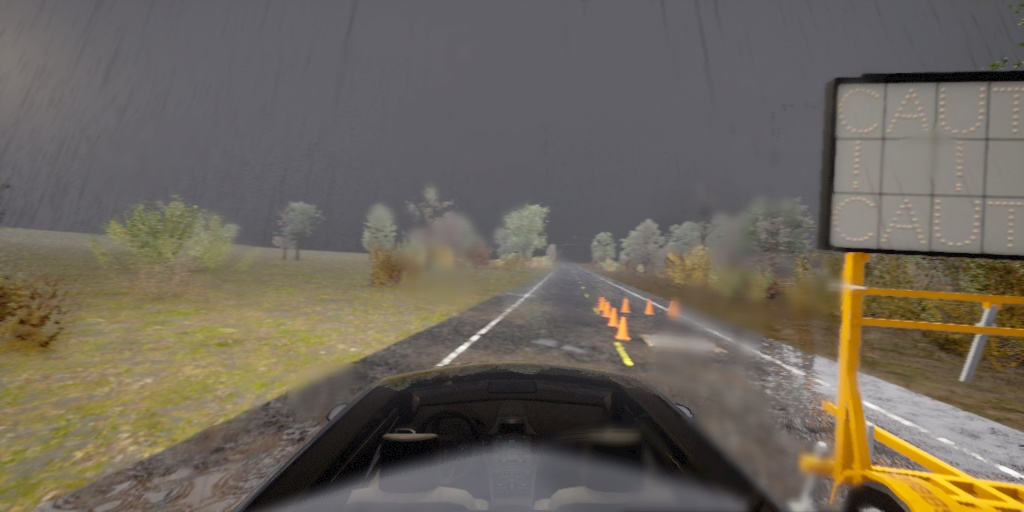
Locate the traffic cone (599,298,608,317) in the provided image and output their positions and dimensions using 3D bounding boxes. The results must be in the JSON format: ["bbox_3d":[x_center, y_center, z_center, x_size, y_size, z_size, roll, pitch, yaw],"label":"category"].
[{"bbox_3d":[3.661,2.046,13.861,0.340,0.580,0.340,0,0,9],"label":"traffic cone"}]

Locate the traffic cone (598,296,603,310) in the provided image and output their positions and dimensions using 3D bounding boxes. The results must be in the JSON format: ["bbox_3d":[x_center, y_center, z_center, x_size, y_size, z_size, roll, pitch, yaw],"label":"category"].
[{"bbox_3d":[3.968,2.084,15.837,0.340,0.580,0.340,0,0,9],"label":"traffic cone"}]

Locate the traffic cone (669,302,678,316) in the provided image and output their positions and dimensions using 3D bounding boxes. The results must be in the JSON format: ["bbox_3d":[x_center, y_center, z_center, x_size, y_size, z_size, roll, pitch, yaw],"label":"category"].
[{"bbox_3d":[6.928,2.251,15.374,0.340,0.580,0.340,0,0,9],"label":"traffic cone"}]

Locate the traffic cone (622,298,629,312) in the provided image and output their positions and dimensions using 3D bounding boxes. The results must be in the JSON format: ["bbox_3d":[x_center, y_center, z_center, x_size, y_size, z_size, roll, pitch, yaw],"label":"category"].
[{"bbox_3d":[4.955,2.140,15.682,0.340,0.580,0.340,0,0,9],"label":"traffic cone"}]

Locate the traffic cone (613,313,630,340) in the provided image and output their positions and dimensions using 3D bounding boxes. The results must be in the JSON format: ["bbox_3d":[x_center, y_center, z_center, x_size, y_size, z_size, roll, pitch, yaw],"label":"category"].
[{"bbox_3d":[3.048,1.969,9.909,0.340,0.580,0.340,0,0,9],"label":"traffic cone"}]

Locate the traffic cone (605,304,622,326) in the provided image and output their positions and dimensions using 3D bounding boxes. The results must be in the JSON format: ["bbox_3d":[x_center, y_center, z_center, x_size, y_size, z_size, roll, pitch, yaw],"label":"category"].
[{"bbox_3d":[3.355,2.008,11.884,0.340,0.580,0.340,0,0,9],"label":"traffic cone"}]

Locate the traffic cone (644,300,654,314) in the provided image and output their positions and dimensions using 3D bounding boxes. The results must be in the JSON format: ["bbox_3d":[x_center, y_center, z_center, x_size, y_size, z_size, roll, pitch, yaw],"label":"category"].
[{"bbox_3d":[5.941,2.195,15.528,0.340,0.580,0.340,0,0,9],"label":"traffic cone"}]

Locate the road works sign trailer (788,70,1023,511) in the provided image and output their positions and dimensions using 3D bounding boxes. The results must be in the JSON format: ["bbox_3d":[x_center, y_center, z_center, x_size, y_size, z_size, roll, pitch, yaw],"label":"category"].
[{"bbox_3d":[3.442,0.426,2.764,2.380,3.560,2.880,0,0,9],"label":"road works sign trailer"}]
